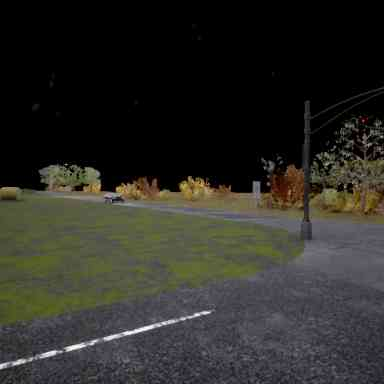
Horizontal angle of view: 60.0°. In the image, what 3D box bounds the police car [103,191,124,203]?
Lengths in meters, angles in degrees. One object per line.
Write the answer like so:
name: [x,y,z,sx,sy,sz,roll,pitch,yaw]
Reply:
police car: [-11.671,0.744,49.723,1.930,1.638,5.238,1,0,-32]
